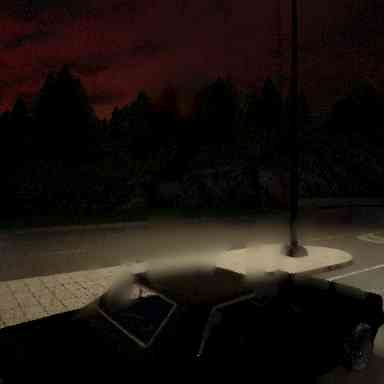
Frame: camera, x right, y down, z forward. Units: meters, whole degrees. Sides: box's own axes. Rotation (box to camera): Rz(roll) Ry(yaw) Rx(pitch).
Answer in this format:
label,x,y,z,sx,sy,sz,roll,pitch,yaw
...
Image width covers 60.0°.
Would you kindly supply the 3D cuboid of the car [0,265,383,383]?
label,x,y,z,sx,sy,sz,roll,pitch,yaw
car,0.352,1.600,3.996,4.718,1.301,1.895,0,0,-36
